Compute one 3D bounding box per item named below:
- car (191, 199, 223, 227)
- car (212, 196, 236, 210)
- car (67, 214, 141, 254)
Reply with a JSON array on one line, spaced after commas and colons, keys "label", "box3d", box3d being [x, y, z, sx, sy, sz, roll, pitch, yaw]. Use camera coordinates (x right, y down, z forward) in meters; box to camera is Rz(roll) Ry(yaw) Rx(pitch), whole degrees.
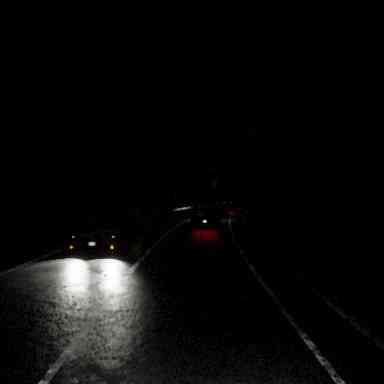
[{"label": "car", "box3d": [1.015, 1.506, 22.659, 1.837, 1.490, 4.892, -1, 1, 6]}, {"label": "car", "box3d": [4.274, 1.314, 41.482, 2.097, 1.767, 4.553, -1, 0, 13]}, {"label": "car", "box3d": [-3.358, 1.584, 13.372, 1.994, 1.385, 4.181, 0, 0, 2]}]
